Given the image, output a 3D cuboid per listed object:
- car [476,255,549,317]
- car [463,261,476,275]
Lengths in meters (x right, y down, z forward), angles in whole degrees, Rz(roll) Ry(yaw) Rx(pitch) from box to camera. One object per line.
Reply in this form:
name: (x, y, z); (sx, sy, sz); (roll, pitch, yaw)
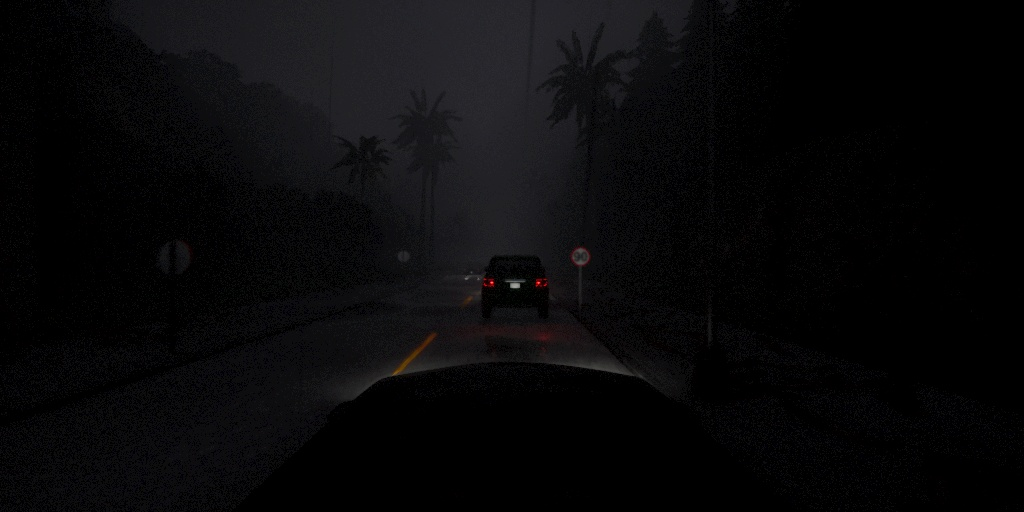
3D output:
car: (0.114, 0.970, 13.287); (2.150, 2.045, 5.566); (0, 0, 0)
car: (-4.081, 1.293, 38.804); (2.033, 1.411, 5.357); (0, 0, 0)
